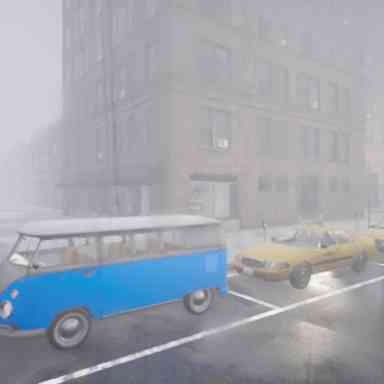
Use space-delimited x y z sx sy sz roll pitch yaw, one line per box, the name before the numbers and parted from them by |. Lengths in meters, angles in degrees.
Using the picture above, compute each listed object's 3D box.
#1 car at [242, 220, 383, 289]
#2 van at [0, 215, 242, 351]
car | 3.259 1.519 9.124 4.829 1.417 1.752 0 0 -36
van | -1.206 1.340 5.914 3.998 1.788 1.690 0 0 -36
